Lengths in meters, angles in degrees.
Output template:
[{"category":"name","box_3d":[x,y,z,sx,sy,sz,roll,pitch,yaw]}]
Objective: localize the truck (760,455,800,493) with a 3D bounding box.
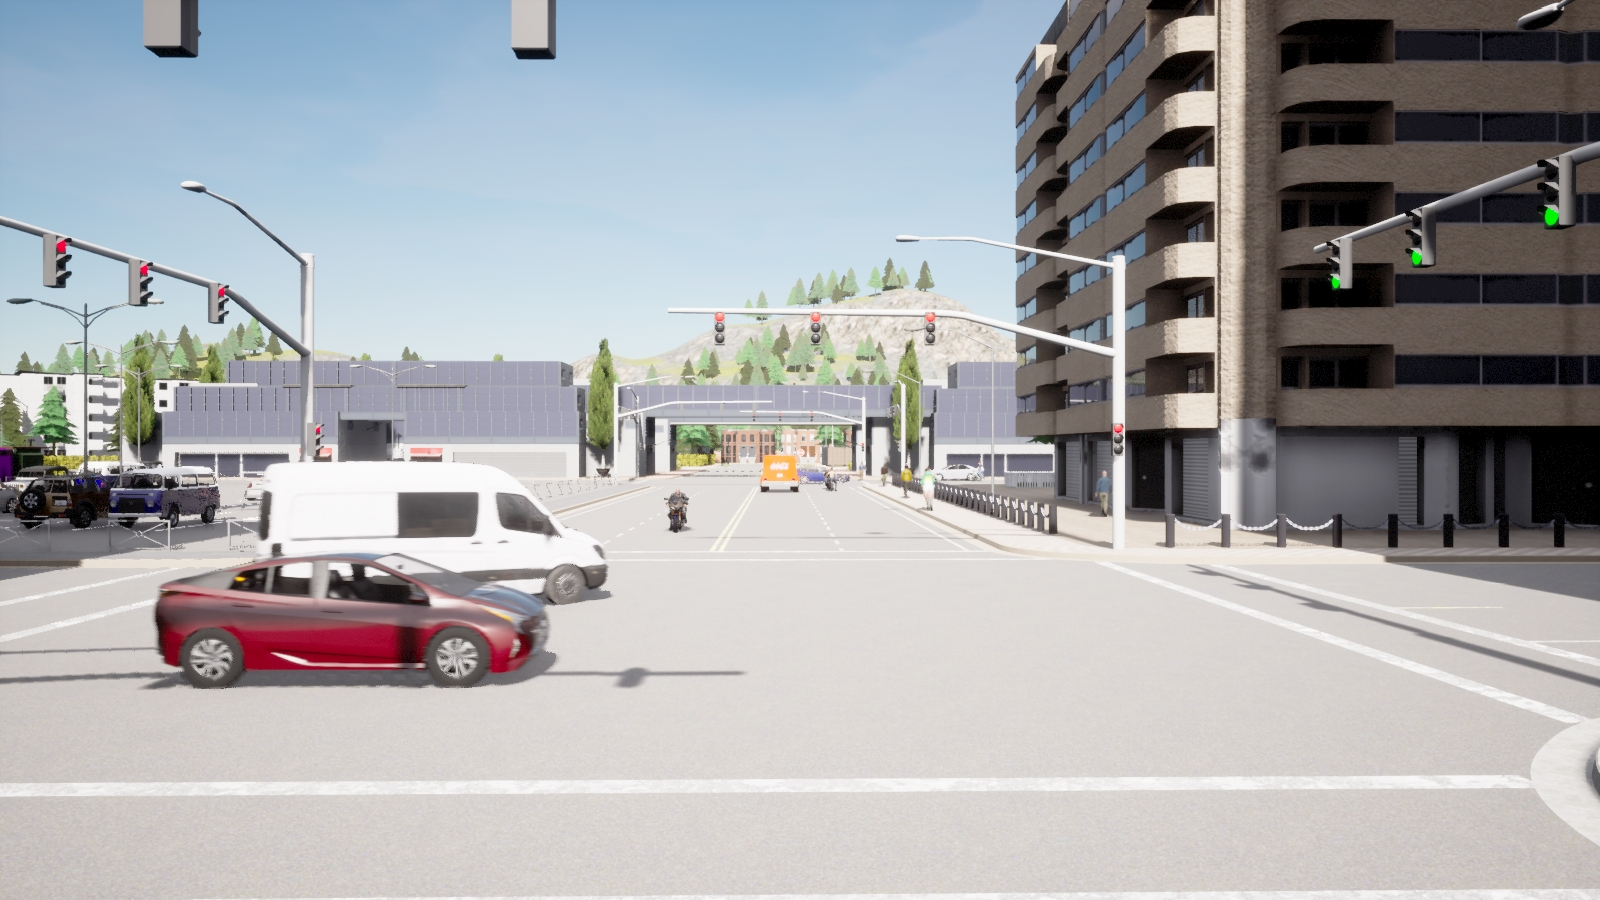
[{"category":"truck","box_3d":[-1.366,1.564,77.071,2.627,2.467,5.204,0,0,-1]}]

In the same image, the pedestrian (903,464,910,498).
[{"category":"pedestrian","box_3d":[5.803,1.695,62.304,0.375,1.860,0.375,0,0,-2]}]

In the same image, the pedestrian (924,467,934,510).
[{"category":"pedestrian","box_3d":[5.634,1.695,50.000,0.375,1.860,0.375,0,0,-3]}]

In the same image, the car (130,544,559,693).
[{"category":"car","box_3d":[-5.417,2.010,14.096,4.514,1.525,2.007,0,0,-2]}]

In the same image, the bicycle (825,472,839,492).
[{"category":"bicycle","box_3d":[2.134,2.158,77.288,0.859,1.276,1.487,0,0,-1]}]

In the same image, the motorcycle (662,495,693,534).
[{"category":"motorcycle","box_3d":[-4.213,2.205,39.441,0.867,1.251,2.209,0,0,-1]}]

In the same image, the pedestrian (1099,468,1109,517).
[{"category":"pedestrian","box_3d":[11.828,1.653,44.437,0.375,1.860,0.375,0,0,11]}]

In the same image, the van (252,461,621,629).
[{"category":"van","box_3d":[-6.330,1.503,20.217,5.915,2.561,1.988,0,1,-31]}]
